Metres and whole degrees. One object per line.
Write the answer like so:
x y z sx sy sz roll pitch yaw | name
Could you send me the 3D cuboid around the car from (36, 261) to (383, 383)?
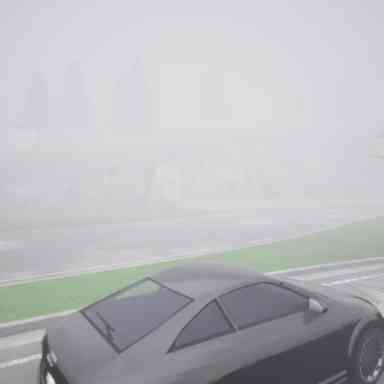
0.479 1.558 3.919 4.181 1.385 1.994 0 0 -34 | car
